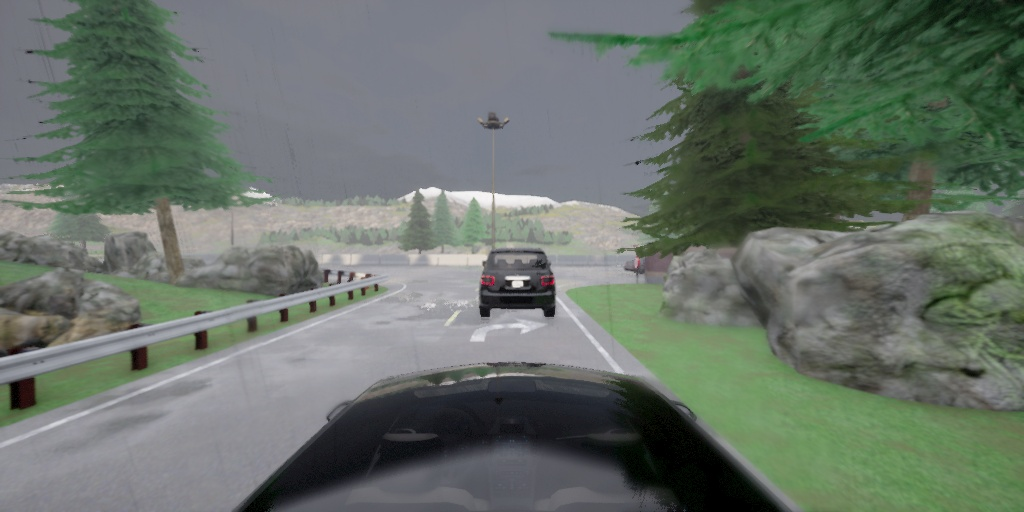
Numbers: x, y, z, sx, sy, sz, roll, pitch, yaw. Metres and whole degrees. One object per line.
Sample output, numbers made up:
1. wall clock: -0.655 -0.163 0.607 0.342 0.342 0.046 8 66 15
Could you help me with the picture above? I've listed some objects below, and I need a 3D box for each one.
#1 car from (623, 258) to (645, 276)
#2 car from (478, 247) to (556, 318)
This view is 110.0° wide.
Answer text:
1. car: 10.917 0.701 26.179 5.357 1.411 2.033 0 1 15
2. car: 0.152 0.723 11.828 2.150 2.045 5.566 0 2 0
